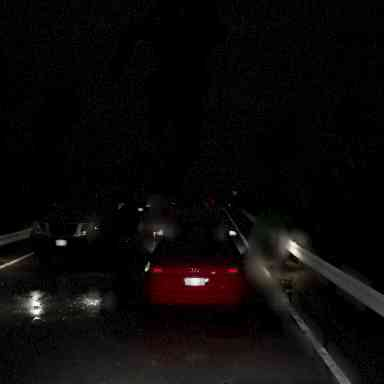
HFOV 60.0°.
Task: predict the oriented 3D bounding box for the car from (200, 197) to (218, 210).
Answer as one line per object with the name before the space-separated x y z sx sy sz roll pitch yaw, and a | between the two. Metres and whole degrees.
car | 1.986 1.326 38.657 1.812 1.442 4.674 0 -2 4

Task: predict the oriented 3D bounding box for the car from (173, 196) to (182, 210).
car | -2.054 1.113 32.641 2.033 1.411 5.357 0 -2 5

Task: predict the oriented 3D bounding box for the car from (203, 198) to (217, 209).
car | 2.640 1.632 48.802 1.882 1.535 5.008 0 -2 2

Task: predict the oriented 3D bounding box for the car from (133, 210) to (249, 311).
car | 0.101 1.393 7.633 1.994 1.385 4.181 0 3 1

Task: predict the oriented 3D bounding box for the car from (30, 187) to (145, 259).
car | -3.336 0.883 11.573 2.150 2.045 5.566 0 2 3

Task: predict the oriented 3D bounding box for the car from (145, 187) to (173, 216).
car | -2.813 0.648 22.046 2.150 2.045 5.566 0 0 4
